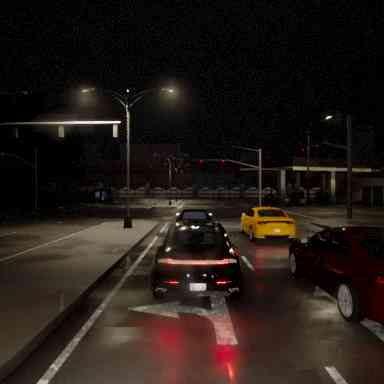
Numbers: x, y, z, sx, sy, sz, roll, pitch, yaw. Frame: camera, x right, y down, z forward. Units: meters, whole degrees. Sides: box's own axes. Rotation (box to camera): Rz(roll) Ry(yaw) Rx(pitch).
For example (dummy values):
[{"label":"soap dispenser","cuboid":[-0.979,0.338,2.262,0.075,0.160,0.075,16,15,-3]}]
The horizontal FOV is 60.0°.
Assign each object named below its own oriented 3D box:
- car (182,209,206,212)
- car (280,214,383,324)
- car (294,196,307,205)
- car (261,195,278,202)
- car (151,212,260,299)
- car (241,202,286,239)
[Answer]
[{"label":"car","cuboid":[0.111,1.564,17.168,1.994,1.385,4.181,0,0,-1]},{"label":"car","cuboid":[3.603,1.478,7.238,1.882,1.535,5.008,0,0,0]},{"label":"car","cuboid":[18.986,1.456,57.497,1.970,1.475,3.806,0,0,0]},{"label":"car","cuboid":[13.240,1.295,56.738,2.242,1.667,4.611,0,0,0]},{"label":"car","cuboid":[0.104,1.492,8.399,2.128,1.511,4.902,0,0,0]},{"label":"car","cuboid":[3.610,1.478,16.490,1.882,1.535,5.008,0,0,0]}]
